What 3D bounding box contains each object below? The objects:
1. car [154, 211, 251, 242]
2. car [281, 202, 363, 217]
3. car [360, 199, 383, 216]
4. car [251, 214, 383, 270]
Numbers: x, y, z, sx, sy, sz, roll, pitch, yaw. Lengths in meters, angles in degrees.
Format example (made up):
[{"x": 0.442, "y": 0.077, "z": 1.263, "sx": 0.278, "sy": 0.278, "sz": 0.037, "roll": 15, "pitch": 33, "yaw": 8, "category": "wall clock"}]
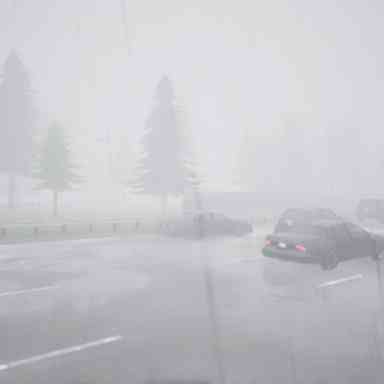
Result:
[{"x": 0.728, "y": 1.685, "z": 17.211, "sx": 5.357, "sy": 1.411, "sz": 2.033, "roll": 1, "pitch": -1, "yaw": -35, "category": "car"}, {"x": 6.325, "y": 1.549, "z": 16.880, "sx": 4.553, "sy": 1.767, "sz": 2.097, "roll": 1, "pitch": 0, "yaw": -35, "category": "car"}, {"x": 16.106, "y": 1.607, "z": 28.160, "sx": 5.566, "sy": 2.045, "sz": 2.150, "roll": 1, "pitch": -1, "yaw": -35, "category": "car"}, {"x": 4.790, "y": 1.686, "z": 11.511, "sx": 5.357, "sy": 1.411, "sz": 2.033, "roll": 1, "pitch": -1, "yaw": -35, "category": "car"}]
